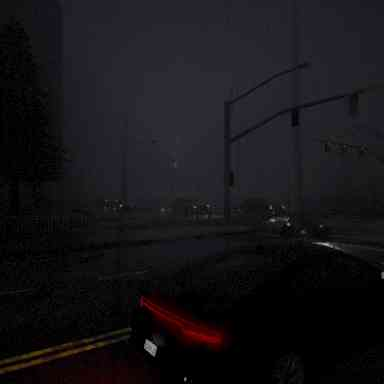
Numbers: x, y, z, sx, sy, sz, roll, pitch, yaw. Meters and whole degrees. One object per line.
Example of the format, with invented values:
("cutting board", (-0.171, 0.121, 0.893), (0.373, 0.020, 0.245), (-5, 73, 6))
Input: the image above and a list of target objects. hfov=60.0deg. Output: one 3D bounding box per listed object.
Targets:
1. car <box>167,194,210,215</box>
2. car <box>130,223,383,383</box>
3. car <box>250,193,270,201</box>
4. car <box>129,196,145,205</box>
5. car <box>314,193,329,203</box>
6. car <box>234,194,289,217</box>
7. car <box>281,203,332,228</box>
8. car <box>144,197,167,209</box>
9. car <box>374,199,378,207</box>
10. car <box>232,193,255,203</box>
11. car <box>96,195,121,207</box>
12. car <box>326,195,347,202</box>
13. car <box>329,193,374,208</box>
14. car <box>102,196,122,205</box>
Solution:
("car", (-0.194, 1.352, 34.169), (2.097, 1.767, 4.553), (0, 0, -36))
("car", (1.587, 1.478, 4.927), (5.008, 1.535, 1.882), (0, 0, -35))
("car", (16.743, 1.153, 82.130), (1.932, 1.855, 4.605), (0, 0, -35))
("car", (-9.625, 1.504, 59.681), (1.837, 1.490, 4.892), (0, 0, -36))
("car", (29.998, 1.153, 73.077), (1.932, 1.855, 4.605), (0, 0, -35))
("car", (6.462, 1.352, 30.941), (2.097, 1.767, 4.553), (0, 0, -36))
("car", (6.090, 1.526, 17.252), (1.812, 1.442, 4.674), (2, 1, 26))
("car", (-4.366, 1.564, 46.003), (1.994, 1.385, 4.181), (0, 0, -36))
("car", (24.205, 1.156, 47.406), (1.905, 1.878, 3.866), (0, 0, -35))
("car", (12.227, 1.395, 78.856), (1.970, 1.475, 3.806), (0, 0, -35))
("car", (-13.575, 1.351, 52.901), (2.097, 1.767, 4.553), (0, 0, -35))
("car", (32.395, 1.364, 74.704), (1.784, 1.438, 3.905), (0, 0, -35))
("car", (21.815, 1.153, 45.773), (1.932, 1.855, 4.605), (0, 0, -35))
("car", (-14.647, 1.515, 60.508), (1.882, 1.535, 5.008), (0, 0, -36))
